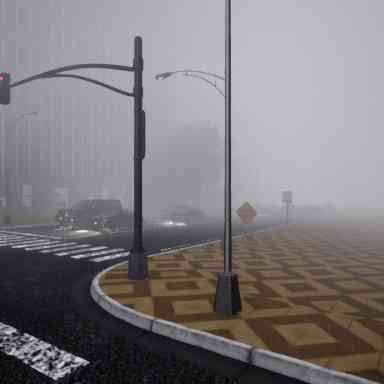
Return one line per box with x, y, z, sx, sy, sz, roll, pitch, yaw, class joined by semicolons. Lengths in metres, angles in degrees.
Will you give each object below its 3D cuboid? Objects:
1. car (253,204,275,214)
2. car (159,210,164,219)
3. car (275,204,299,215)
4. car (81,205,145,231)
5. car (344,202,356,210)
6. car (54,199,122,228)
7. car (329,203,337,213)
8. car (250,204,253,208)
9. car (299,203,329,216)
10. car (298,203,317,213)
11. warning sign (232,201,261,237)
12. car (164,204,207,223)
11.162;2.460;48.657;1.895;1.301;4.718;0;-1;33;car
-1.457;2.033;35.103;1.837;1.490;4.892;0;-1;33;car
13.493;2.373;46.108;1.812;1.442;4.674;0;-1;33;car
-5.194;1.883;23.270;1.994;1.385;4.181;0;-1;33;car
31.403;2.770;65.984;1.801;1.575;5.366;0;-1;33;car
-7.643;1.547;25.467;2.150;2.045;5.566;0;-1;33;car
21.748;2.537;53.041;1.837;1.490;4.892;0;-1;33;car
9.909;2.504;52.681;1.895;1.301;4.718;0;-1;33;car
16.457;2.406;44.704;2.033;1.411;5.357;0;-1;33;car
19.012;2.593;54.795;1.994;1.385;4.181;0;-1;33;car
3.052;1.454;18.587;1.300;1.860;1.060;1;1;33;warning sign
-0.337;2.043;30.850;1.994;1.385;4.181;0;-1;32;car
